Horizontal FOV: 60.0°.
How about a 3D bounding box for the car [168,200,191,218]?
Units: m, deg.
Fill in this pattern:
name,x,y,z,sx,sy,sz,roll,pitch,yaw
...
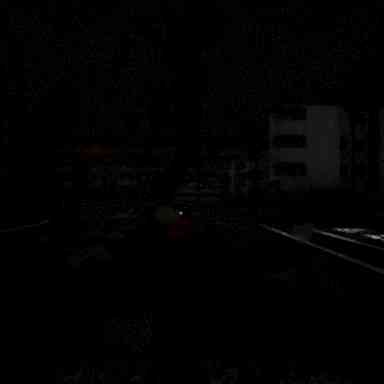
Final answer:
name,x,y,z,sx,sy,sz,roll,pitch,yaw
car,-1.117,1.535,30.915,1.837,1.490,4.892,-1,1,-4
